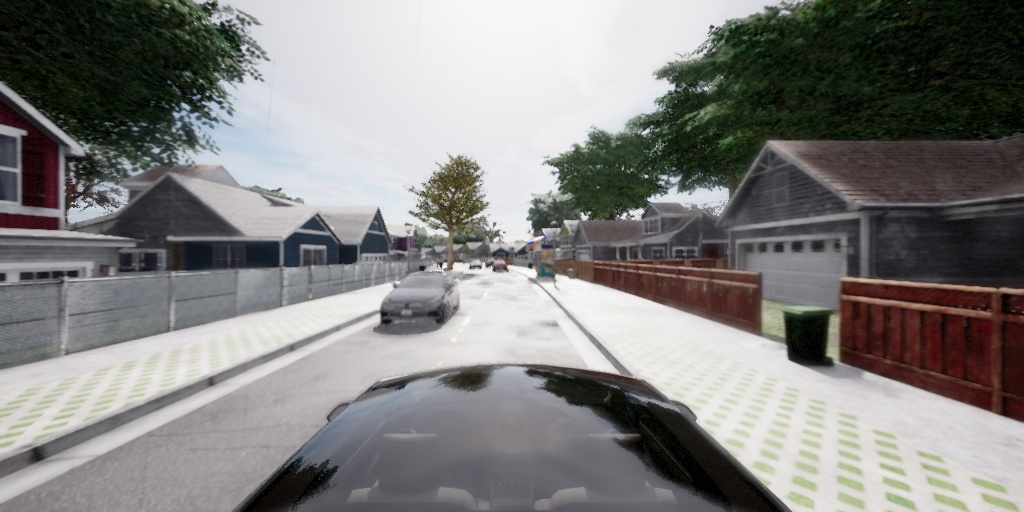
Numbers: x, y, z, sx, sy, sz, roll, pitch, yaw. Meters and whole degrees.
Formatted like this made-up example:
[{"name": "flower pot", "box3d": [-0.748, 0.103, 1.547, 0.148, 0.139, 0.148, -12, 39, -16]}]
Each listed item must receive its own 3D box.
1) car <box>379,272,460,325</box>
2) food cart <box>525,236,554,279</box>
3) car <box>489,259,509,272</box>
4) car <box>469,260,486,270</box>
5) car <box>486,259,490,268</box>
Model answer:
[{"name": "car", "box3d": [-2.850, 1.268, 11.998, 1.812, 1.442, 4.674, 0, 0, 0]}, {"name": "food cart", "box3d": [2.672, 0.195, 30.830, 2.280, 3.560, 4.660, 0, 0, -3]}, {"name": "car", "box3d": [-1.635, 1.268, 47.171, 1.812, 1.442, 4.674, 0, 0, -7]}, {"name": "car", "box3d": [-5.538, 1.307, 54.489, 2.033, 1.411, 5.357, 0, 0, -8]}, {"name": "car", "box3d": [-3.460, 1.275, 60.714, 1.837, 1.490, 4.892, 0, 0, -10]}]
